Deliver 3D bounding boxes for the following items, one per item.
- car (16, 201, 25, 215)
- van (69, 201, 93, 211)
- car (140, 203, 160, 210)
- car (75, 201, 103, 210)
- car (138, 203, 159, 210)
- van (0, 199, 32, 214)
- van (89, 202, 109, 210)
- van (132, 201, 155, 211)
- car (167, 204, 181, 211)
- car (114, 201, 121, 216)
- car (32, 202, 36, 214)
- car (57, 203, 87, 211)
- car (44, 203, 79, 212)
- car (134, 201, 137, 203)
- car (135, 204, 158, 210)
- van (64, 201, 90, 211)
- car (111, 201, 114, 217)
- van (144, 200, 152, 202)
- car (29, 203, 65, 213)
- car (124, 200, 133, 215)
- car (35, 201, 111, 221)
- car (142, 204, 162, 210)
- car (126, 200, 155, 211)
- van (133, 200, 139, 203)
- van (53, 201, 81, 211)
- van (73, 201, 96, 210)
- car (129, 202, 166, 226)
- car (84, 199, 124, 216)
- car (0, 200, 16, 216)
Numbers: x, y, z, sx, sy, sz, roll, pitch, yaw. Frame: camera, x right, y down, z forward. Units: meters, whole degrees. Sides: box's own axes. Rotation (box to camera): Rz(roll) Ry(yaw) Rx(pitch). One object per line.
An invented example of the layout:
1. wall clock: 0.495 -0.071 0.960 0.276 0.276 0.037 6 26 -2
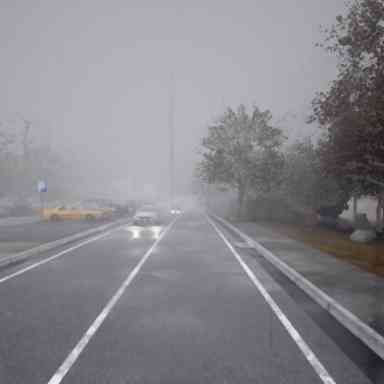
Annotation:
1. car: -23.414 2.086 39.982 4.892 1.521 2.231 0 -2 0
2. van: -23.529 2.927 70.427 4.442 1.987 1.878 0 -3 0
3. car: -10.299 3.566 81.366 4.553 1.767 2.185 0 -3 0
4. car: -23.383 3.168 75.837 5.566 2.045 2.435 0 -3 0
5. car: -10.299 3.430 78.593 4.553 1.767 2.185 0 -3 0
6. van: -23.537 1.950 42.759 4.442 1.987 1.878 0 -2 0
7. van: -23.526 3.601 84.136 4.442 1.987 1.878 0 -3 0
8. van: -10.216 2.921 70.279 4.442 1.987 1.878 0 -3 0
9. car: -3.278 3.090 67.471 2.128 1.511 4.902 0 -2 0
10. car: -10.349 1.905 34.223 5.008 1.535 2.097 0 -2 0
11. car: -23.388 2.142 45.523 4.553 1.767 2.185 0 -2 0
12. car: -23.419 2.908 64.900 5.008 1.535 2.097 0 -2 0
13. car: -23.231 2.722 59.365 5.366 1.575 1.946 0 -2 0
14. car: -10.342 2.302 45.317 4.674 1.452 2.002 0 -2 0
15. car: -10.326 3.419 75.814 5.008 1.535 2.097 0 -3 0
16. van: -23.297 2.785 67.527 4.442 1.987 1.878 0 -2 0
17. car: -10.349 1.830 31.452 4.892 1.521 2.231 0 -2 0
18. van: -10.218 2.587 61.974 4.442 1.987 1.878 0 -2 0
19. car: -23.411 2.543 53.826 4.892 1.521 2.231 0 -2 0
20. car: -10.312 1.827 39.777 5.566 2.045 2.435 0 -2 0
21. car: -10.158 1.758 28.684 5.366 1.575 1.946 0 -2 0
22. car: -10.322 3.966 86.905 4.892 1.521 2.231 0 -3 0
23. car: -10.362 2.759 67.507 5.566 2.045 2.435 0 -3 0
24. van: -10.455 2.128 48.100 4.442 1.987 1.878 0 -2 0
25. van: -23.298 2.591 62.139 4.442 1.987 1.878 0 -2 0
26. van: -23.529 3.057 73.069 4.442 1.987 1.878 0 -3 0
27. car: -3.355 1.772 25.928 1.812 1.442 4.674 0 -1 0
28. car: -10.373 1.864 37.003 4.553 1.767 2.185 0 -2 0
29. car: -23.236 1.992 37.216 5.366 1.575 1.946 0 -2 0
